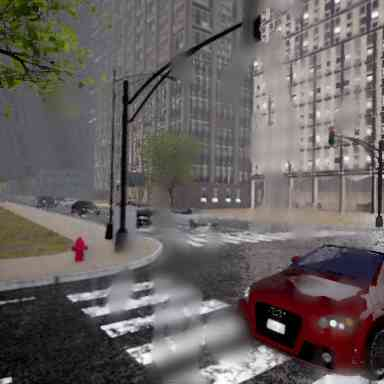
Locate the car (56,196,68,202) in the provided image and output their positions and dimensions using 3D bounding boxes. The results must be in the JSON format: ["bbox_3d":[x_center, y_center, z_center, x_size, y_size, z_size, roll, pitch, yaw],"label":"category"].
[{"bbox_3d":[-32.700,1.762,83.511,1.837,1.490,4.892,2,-1,-34],"label":"car"}]

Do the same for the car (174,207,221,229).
[{"bbox_3d":[-0.121,1.729,22.678,1.895,1.301,4.718,2,-1,-34],"label":"car"}]

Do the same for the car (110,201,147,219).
[{"bbox_3d":[-6.150,1.650,31.738,1.812,1.442,4.674,2,-1,-34],"label":"car"}]

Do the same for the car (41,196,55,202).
[{"bbox_3d":[-35.405,1.714,81.709,2.033,1.411,5.357,2,-1,-34],"label":"car"}]

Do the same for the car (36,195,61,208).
[{"bbox_3d":[-20.851,1.381,48.077,2.097,1.767,4.553,2,-1,-33],"label":"car"}]

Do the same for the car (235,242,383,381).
[{"bbox_3d":[2.713,1.583,5.526,4.181,1.385,1.994,0,-1,-36],"label":"car"}]

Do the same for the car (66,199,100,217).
[{"bbox_3d":[-10.408,1.561,32.271,1.812,1.442,4.674,2,-1,-34],"label":"car"}]

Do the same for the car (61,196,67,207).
[{"bbox_3d":[-18.479,1.719,50.375,1.895,1.301,4.718,2,-1,-33],"label":"car"}]

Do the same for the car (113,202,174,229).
[{"bbox_3d":[-3.508,1.531,21.910,2.128,1.511,4.902,2,-1,-34],"label":"car"}]
